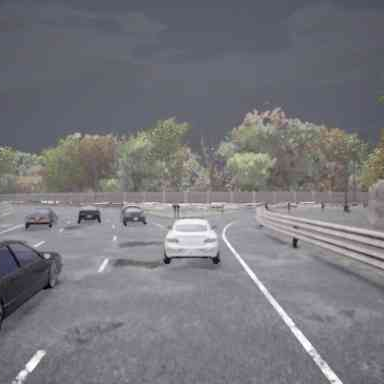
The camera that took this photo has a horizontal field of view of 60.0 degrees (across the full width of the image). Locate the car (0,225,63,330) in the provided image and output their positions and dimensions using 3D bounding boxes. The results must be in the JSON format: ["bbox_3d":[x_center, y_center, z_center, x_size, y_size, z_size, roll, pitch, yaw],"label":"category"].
[{"bbox_3d":[-4.107,1.651,6.431,2.033,1.411,5.357,0,-1,-6],"label":"car"}]

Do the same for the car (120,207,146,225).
[{"bbox_3d":[-5.048,1.961,28.215,1.812,1.442,4.674,0,-1,-17],"label":"car"}]

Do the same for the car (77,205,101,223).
[{"bbox_3d":[-9.467,1.953,30.624,1.882,1.535,5.008,0,-1,-18],"label":"car"}]

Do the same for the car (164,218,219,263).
[{"bbox_3d":[-0.007,1.720,12.632,1.812,1.442,4.674,0,-1,0],"label":"car"}]

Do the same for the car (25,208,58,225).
[{"bbox_3d":[-11.507,1.948,25.610,2.033,1.411,5.357,0,-1,-17],"label":"car"}]
